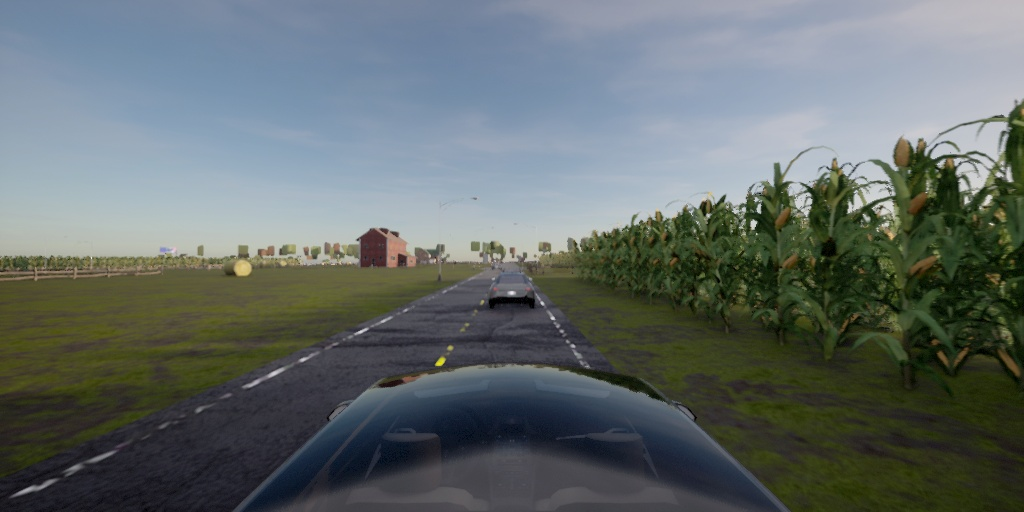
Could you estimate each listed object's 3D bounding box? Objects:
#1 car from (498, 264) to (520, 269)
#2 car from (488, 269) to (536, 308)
[{"bbox_3d":[-0.007,1.630,30.971,1.895,1.301,4.718,0,-1,0],"label":"car"},{"bbox_3d":[-0.001,1.452,16.153,1.994,1.385,4.181,0,-1,0],"label":"car"}]
